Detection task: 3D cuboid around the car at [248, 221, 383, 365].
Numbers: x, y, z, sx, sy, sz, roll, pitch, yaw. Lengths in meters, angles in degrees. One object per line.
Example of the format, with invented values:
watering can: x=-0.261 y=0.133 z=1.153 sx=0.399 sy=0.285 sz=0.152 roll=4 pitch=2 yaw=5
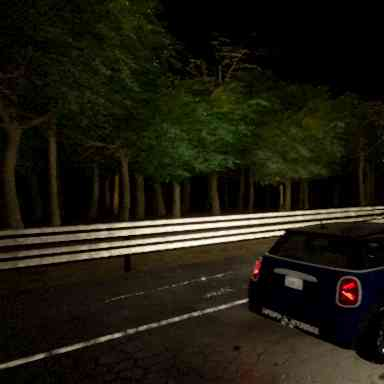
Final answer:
car: x=3.196 y=1.314 z=6.023 sx=4.553 sy=1.767 sz=2.097 roll=0 pitch=0 yaw=-35
